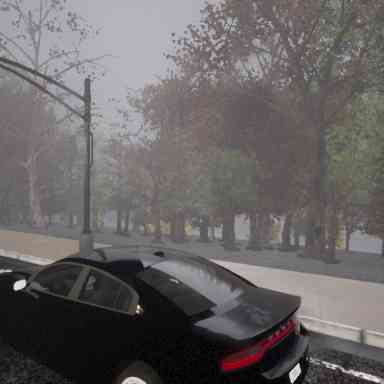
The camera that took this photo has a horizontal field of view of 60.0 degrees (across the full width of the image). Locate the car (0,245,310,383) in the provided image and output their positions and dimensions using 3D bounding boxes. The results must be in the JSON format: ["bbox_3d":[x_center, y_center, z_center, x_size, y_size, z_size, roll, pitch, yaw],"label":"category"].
[{"bbox_3d":[-1.056,1.477,4.495,5.008,1.535,1.882,0,0,36],"label":"car"}]
